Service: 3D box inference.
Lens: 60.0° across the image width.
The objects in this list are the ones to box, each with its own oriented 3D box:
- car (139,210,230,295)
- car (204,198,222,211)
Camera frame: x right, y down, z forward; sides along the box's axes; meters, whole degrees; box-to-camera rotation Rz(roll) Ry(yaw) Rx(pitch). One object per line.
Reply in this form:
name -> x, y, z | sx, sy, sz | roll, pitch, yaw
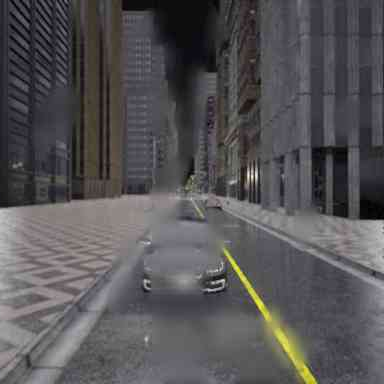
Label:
car -> -0.194, 1.470, 8.837 | 1.837, 1.490, 4.892 | 0, 0, -1
car -> 2.353, 1.400, 38.544 | 2.033, 1.411, 5.357 | 0, 0, -1
